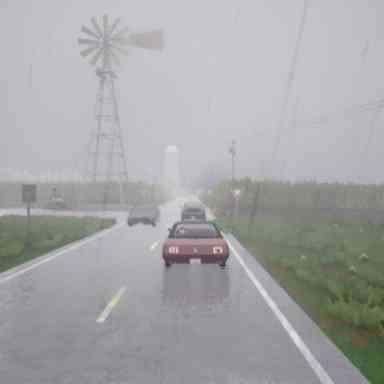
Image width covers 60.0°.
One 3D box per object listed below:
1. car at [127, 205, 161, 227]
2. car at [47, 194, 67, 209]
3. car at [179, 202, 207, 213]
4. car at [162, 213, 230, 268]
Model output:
[{"bbox_3d":[-3.198,1.601,23.292,2.033,1.411,5.357,0,0,0],"label":"car"},{"bbox_3d":[-17.219,1.237,42.296,1.905,1.878,3.866,0,0,-31],"label":"car"},{"bbox_3d":[0.104,1.513,25.767,1.837,1.490,4.892,0,1,0],"label":"car"},{"bbox_3d":[0.101,1.606,11.268,1.895,1.301,4.718,0,0,0],"label":"car"}]
